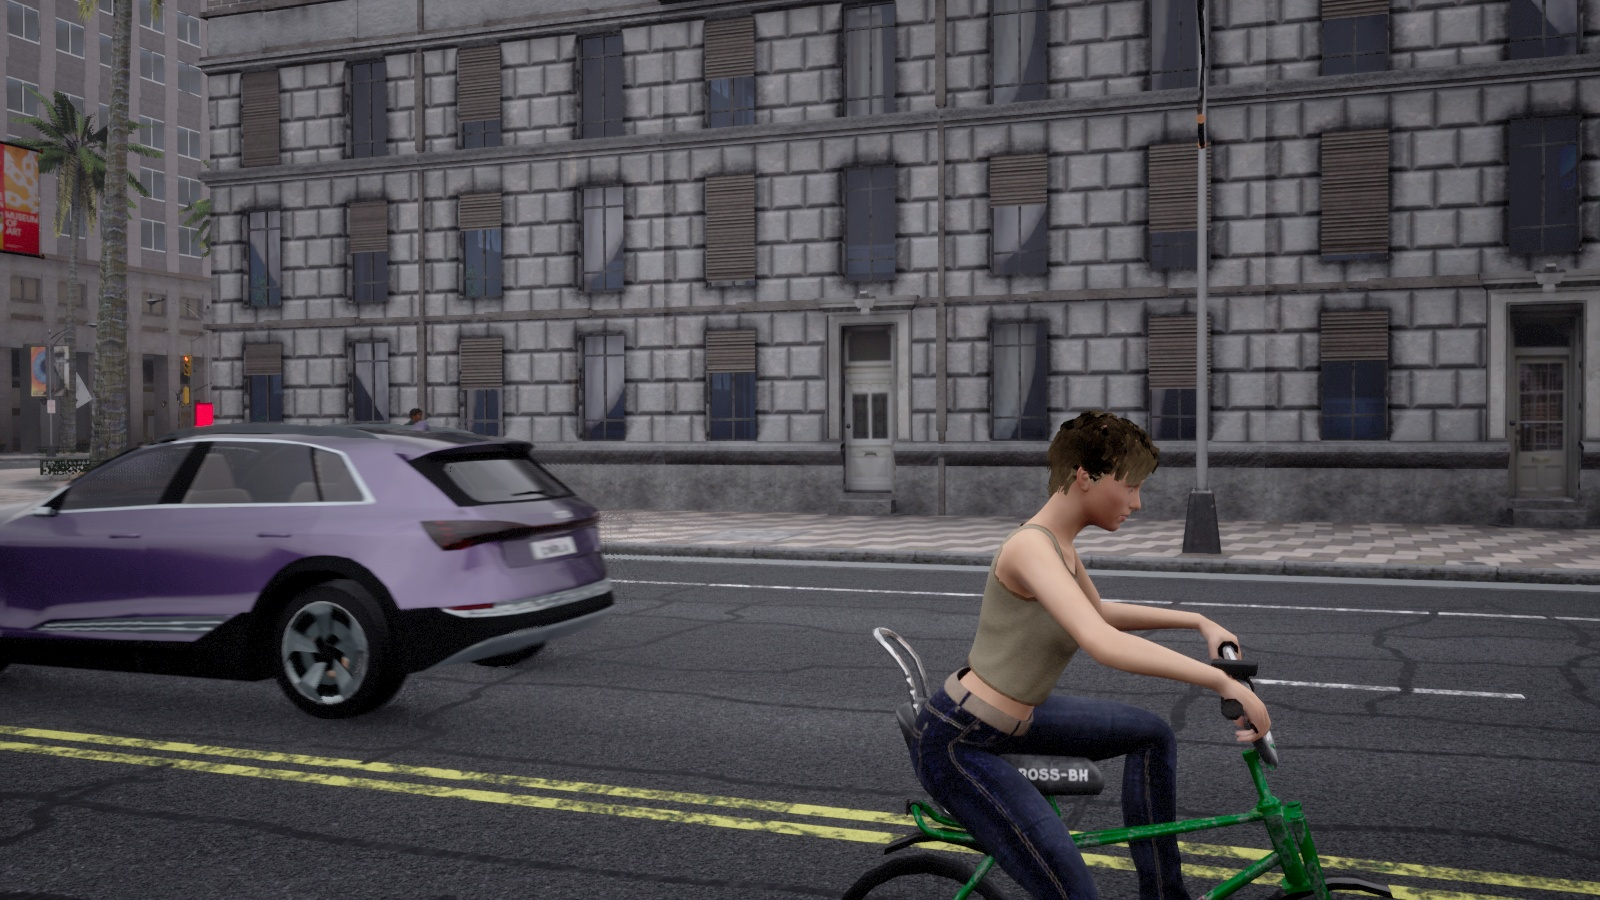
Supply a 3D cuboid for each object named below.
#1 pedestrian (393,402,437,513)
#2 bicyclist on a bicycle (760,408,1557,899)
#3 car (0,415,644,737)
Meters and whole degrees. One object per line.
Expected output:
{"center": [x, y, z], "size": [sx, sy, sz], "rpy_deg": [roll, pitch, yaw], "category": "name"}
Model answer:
{"center": [-6.509, 0.119, 21.224], "size": [0.614, 1.847, 0.353], "rpy_deg": [0, 1, 7], "category": "pedestrian"}
{"center": [0.767, 0.719, 2.902], "size": [1.509, 1.612, 0.866], "rpy_deg": [1, 1, 18], "category": "bicyclist on a bicycle"}
{"center": [-3.661, 0.612, 8.164], "size": [4.856, 1.649, 2.033], "rpy_deg": [1, 1, 19], "category": "car"}
